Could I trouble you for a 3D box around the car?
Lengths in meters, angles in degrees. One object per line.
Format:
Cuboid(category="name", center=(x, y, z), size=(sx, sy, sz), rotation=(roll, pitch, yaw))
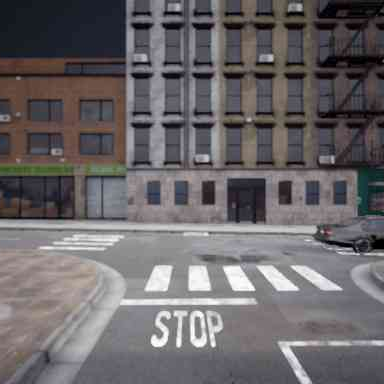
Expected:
Cuboid(category="car", center=(7.690, 1.678, 13.274), size=(5.357, 1.411, 2.033), rotation=(1, 0, 0))
